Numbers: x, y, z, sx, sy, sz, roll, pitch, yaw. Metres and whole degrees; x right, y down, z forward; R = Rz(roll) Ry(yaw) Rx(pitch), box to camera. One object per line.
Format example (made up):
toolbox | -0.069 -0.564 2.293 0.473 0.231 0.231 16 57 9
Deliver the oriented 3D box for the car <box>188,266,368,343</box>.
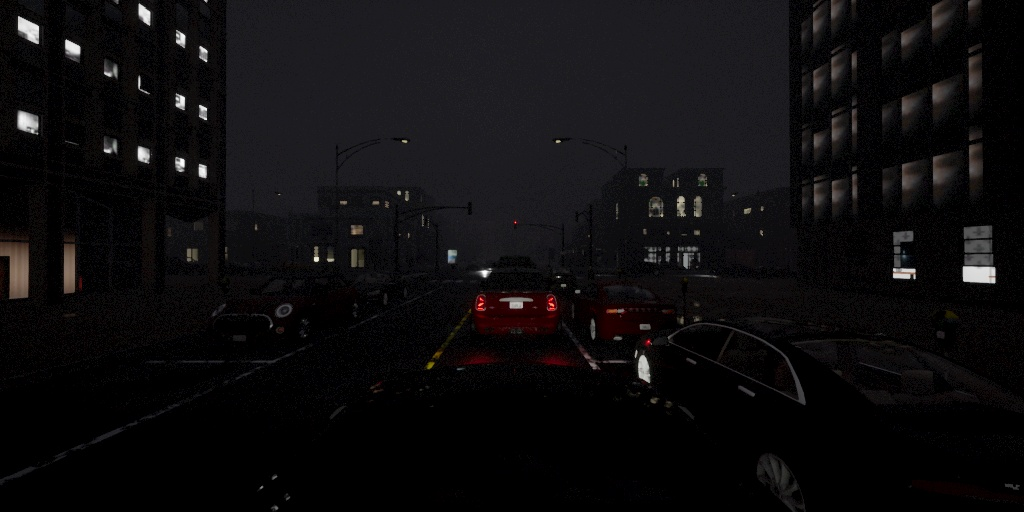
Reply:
car | -5.695 1.190 9.483 1.967 1.591 4.097 0 0 0

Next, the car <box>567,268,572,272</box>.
car | 2.679 1.302 20.855 2.007 1.370 4.403 0 0 0

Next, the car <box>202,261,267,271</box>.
car | -25.434 1.177 33.242 4.403 1.370 2.007 0 0 1

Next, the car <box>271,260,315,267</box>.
car | -25.478 1.198 41.624 4.829 1.417 1.751 0 0 1

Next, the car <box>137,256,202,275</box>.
car | -30.971 0.918 33.324 5.009 1.841 2.192 0 0 1

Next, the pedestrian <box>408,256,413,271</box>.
pedestrian | -12.577 0.885 44.383 0.375 1.860 0.375 0 -1 1

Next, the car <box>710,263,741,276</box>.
car | 23.610 1.446 38.303 4.181 1.385 1.994 0 0 2

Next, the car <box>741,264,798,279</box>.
car | 23.624 1.433 32.481 4.207 1.307 1.802 0 0 1

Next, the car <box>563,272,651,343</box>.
car | 2.686 1.296 9.471 1.888 1.381 4.507 0 0 0

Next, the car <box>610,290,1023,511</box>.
car | 2.689 1.301 3.779 2.007 1.370 4.403 0 0 0

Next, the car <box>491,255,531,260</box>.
car | 0.109 0.973 20.169 2.150 2.045 5.566 0 0 -1

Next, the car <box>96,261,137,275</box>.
car | -36.507 1.131 33.406 4.403 1.370 2.007 0 0 1

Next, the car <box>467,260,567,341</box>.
car | 0.094 1.103 10.016 2.097 1.767 4.553 0 0 0

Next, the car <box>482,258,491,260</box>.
car | -3.103 1.357 52.111 1.895 1.301 4.718 0 0 -1

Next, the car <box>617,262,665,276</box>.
car | 13.763 1.339 38.448 4.892 1.490 1.837 0 0 1

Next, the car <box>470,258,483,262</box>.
car | -5.721 1.338 53.254 1.802 1.307 4.207 0 0 0

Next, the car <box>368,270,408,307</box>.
car | -5.698 1.302 15.176 2.007 1.370 4.403 0 0 0
